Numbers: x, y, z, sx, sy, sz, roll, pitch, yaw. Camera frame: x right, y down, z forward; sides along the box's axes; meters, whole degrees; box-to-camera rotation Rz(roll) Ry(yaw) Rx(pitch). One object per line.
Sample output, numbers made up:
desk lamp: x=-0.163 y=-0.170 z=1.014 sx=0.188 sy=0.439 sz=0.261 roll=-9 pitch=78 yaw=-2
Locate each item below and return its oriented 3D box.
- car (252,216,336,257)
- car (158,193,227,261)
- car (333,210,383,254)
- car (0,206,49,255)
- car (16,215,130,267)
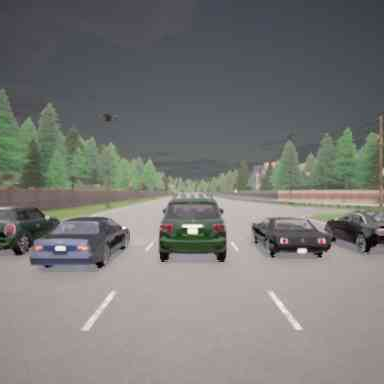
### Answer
car: x=3.547 y=1.594 z=12.866 sx=1.895 sy=1.301 sz=4.718 roll=0 pitch=0 yaw=1
car: x=0.041 y=1.217 z=12.341 sx=2.150 sy=2.045 sz=5.566 roll=0 pitch=0 yaw=0
car: x=7.053 y=1.485 z=13.475 sx=2.128 sy=1.511 sz=4.902 roll=0 pitch=0 yaw=1
car: x=-6.947 y=1.345 z=13.397 sx=2.097 sy=1.767 sz=4.553 roll=0 pitch=0 yaw=1
car: x=-3.467 y=1.542 z=11.317 sx=2.033 sy=1.411 sz=5.357 roll=0 pitch=0 yaw=0
